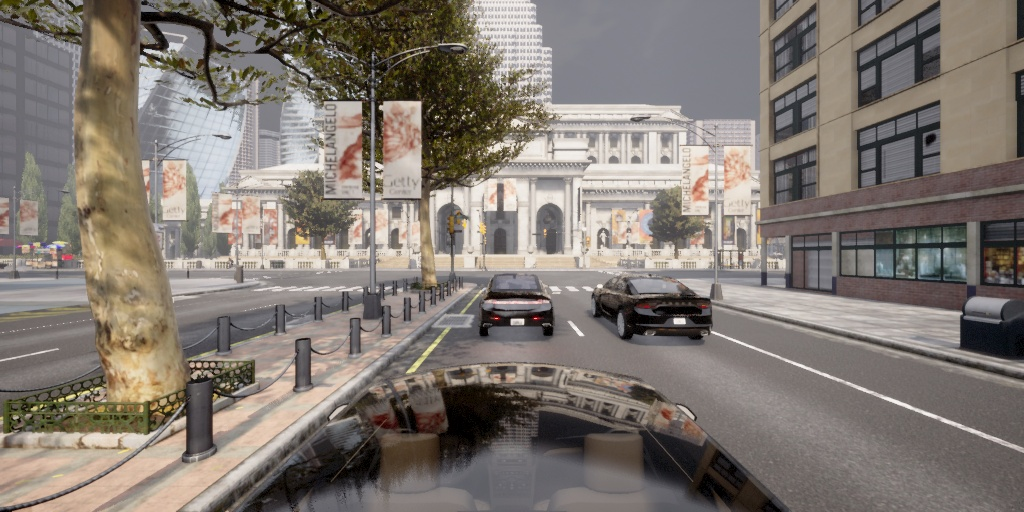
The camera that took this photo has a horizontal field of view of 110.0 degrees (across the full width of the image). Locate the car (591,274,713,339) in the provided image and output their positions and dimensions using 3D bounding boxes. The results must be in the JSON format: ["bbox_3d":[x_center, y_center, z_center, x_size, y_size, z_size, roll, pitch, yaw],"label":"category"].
[{"bbox_3d":[3.565,1.228,10.065,1.882,1.535,5.008,0,0,0],"label":"car"}]

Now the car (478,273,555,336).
[{"bbox_3d":[0.080,1.242,10.332,2.128,1.511,4.902,0,0,-1],"label":"car"}]
